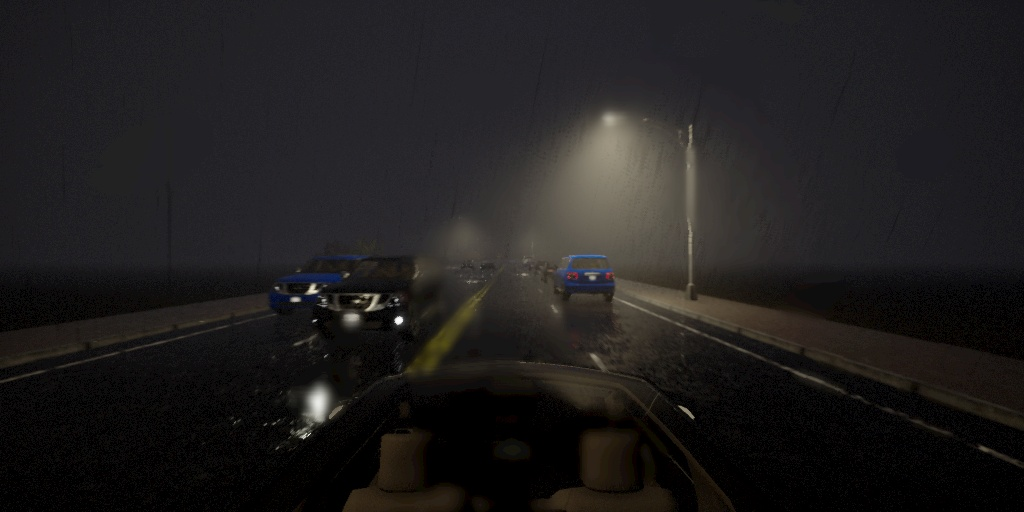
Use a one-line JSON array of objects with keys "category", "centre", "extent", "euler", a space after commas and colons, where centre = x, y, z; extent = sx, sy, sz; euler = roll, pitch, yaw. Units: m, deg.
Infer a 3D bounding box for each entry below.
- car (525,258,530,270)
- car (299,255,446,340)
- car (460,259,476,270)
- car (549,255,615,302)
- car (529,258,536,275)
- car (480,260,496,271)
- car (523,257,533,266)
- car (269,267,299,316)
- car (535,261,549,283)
[{"category": "car", "centre": [3.268, 1.351, 50.167], "extent": [1.895, 1.301, 4.718], "euler": [0, 0, 0]}, {"category": "car", "centre": [-3.344, 0.976, 10.307], "extent": [2.150, 2.045, 5.566], "euler": [0, 0, 0]}, {"category": "car", "centre": [-6.531, 1.258, 53.793], "extent": [1.837, 1.490, 4.892], "euler": [0, 0, 1]}, {"category": "car", "centre": [3.256, 0.973, 17.167], "extent": [2.150, 2.045, 5.566], "euler": [0, 0, 0]}, {"category": "car", "centre": [3.244, 1.257, 39.229], "extent": [1.837, 1.490, 4.892], "euler": [0, 0, -1]}, {"category": "car", "centre": [-3.291, 1.314, 49.953], "extent": [1.994, 1.385, 4.181], "euler": [0, 0, 0]}, {"category": "car", "centre": [3.272, 1.312, 61.137], "extent": [1.994, 1.385, 4.181], "euler": [0, 0, 0]}, {"category": "car", "centre": [-6.593, 0.973, 13.695], "extent": [2.150, 2.045, 5.566], "euler": [0, 0, 0]}, {"category": "car", "centre": [3.260, 1.244, 28.138], "extent": [2.128, 1.511, 4.902], "euler": [0, 0, 0]}]
